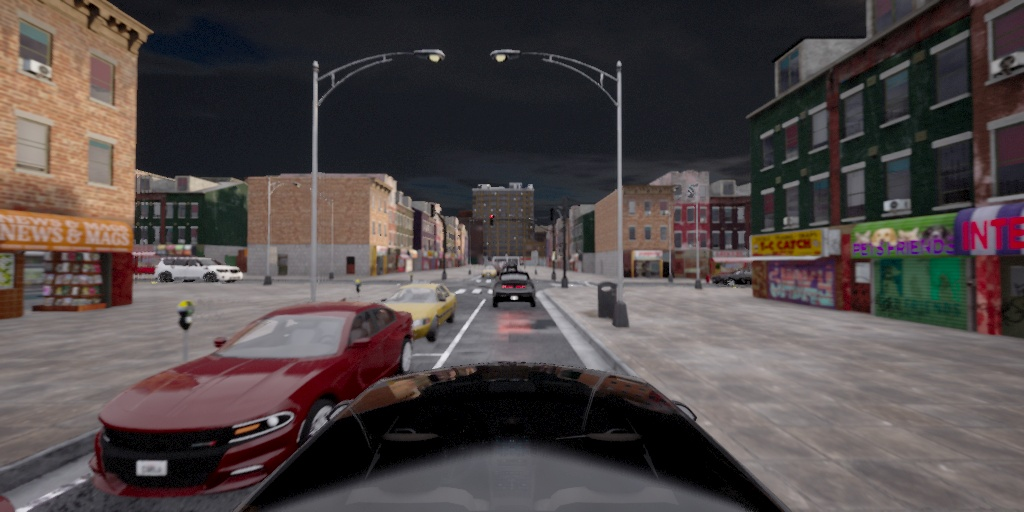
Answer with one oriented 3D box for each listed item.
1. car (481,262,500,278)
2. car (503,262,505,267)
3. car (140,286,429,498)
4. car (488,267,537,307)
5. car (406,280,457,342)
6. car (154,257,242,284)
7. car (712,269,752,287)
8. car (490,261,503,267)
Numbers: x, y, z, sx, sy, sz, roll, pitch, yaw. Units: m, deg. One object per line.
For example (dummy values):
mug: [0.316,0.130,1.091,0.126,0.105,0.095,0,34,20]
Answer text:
car: [-2.643,1.788,42.141,1.751,1.417,4.829,0,0,0]
car: [-2.645,2.039,58.641,2.007,1.370,4.403,0,0,0]
car: [-2.638,1.332,4.864,1.888,1.381,4.507,0,0,0]
car: [0.094,1.434,16.575,1.837,1.490,4.892,0,-1,0]
car: [-2.639,1.378,10.187,1.751,1.417,4.829,0,0,0]
car: [-23.909,1.116,27.408,5.566,2.045,2.150,0,-1,0]
car: [19.744,1.847,30.579,5.008,1.535,1.882,1,-1,0]
car: [-2.644,1.651,47.754,2.192,1.841,5.009,0,0,0]
